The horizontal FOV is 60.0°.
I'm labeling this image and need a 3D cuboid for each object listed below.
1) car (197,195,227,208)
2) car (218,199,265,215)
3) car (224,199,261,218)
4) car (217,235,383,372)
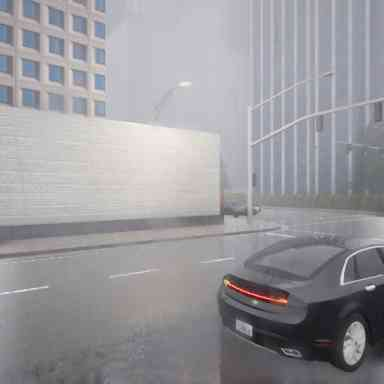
[{"bbox_3d":[3.007,1.408,50.767,2.097,1.767,4.553,0,0,-36],"label":"car"},{"bbox_3d":[5.163,1.547,35.403,2.128,1.511,4.902,0,0,-36],"label":"car"},{"bbox_3d":[3.600,1.603,31.571,2.033,1.411,5.357,0,0,-36],"label":"car"},{"bbox_3d":[2.655,1.505,5.692,4.892,1.490,1.837,0,0,-35],"label":"car"}]
